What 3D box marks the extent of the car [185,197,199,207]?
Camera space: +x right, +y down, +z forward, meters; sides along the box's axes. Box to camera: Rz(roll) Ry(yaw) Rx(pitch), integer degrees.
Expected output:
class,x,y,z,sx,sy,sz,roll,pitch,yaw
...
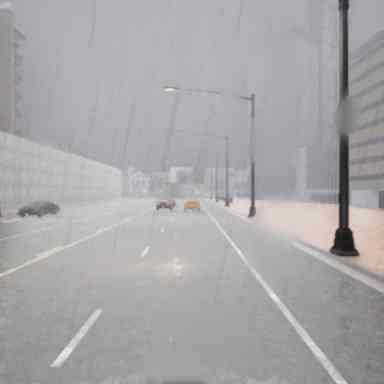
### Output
class,x,y,z,sx,sy,sz,roll,pitch,yaw
car,0.012,1.524,50.935,2.033,1.411,5.357,0,0,0

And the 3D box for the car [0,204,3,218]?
class,x,y,z,sx,sy,sz,roll,pitch,yaw
car,-14.084,1.212,20.558,2.150,2.045,5.566,0,0,0

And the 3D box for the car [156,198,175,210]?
class,x,y,z,sx,sy,sz,roll,pitch,yaw
car,-3.402,1.507,41.519,1.812,1.442,4.674,0,0,0

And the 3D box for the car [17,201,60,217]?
class,x,y,z,sx,sy,sz,roll,pitch,yaw
car,-14.069,1.533,30.951,2.033,1.411,5.357,0,0,0

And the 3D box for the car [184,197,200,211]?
class,x,y,z,sx,sy,sz,roll,pitch,yaw
car,0.009,1.459,40.516,1.882,1.535,5.008,0,0,0
